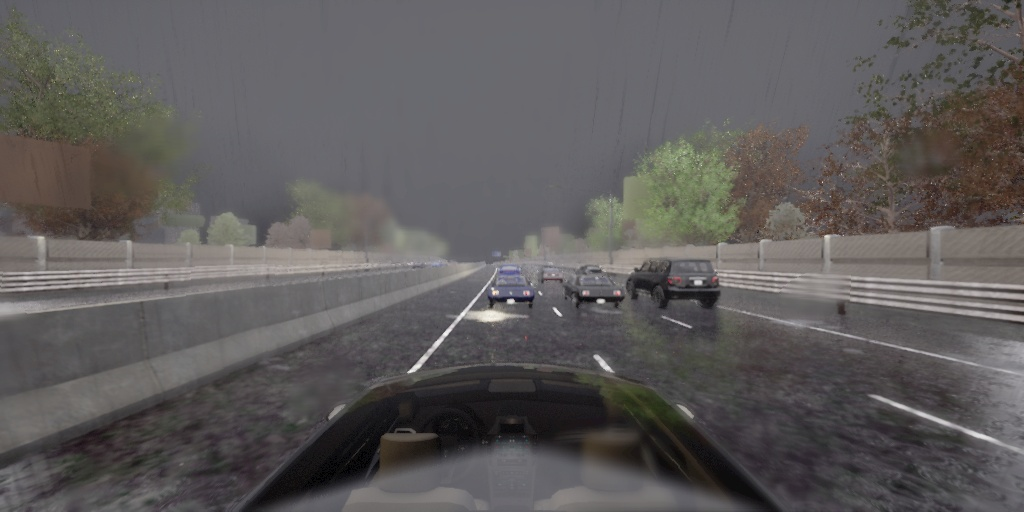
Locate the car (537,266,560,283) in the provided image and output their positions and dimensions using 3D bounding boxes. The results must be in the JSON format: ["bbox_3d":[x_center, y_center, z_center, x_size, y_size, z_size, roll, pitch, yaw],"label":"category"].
[{"bbox_3d":[3.276,1.585,31.126,2.033,1.411,5.357,0,-1,-1],"label":"car"}]

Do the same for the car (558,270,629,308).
[{"bbox_3d":[3.452,1.492,16.169,1.895,1.301,4.718,0,-1,0],"label":"car"}]

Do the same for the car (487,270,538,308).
[{"bbox_3d":[-0.048,1.491,16.144,1.895,1.301,4.718,0,-1,0],"label":"car"}]

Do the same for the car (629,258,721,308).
[{"bbox_3d":[6.952,1.108,16.088,2.150,2.045,5.566,0,0,0],"label":"car"}]

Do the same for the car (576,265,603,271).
[{"bbox_3d":[6.774,1.551,31.474,1.837,1.490,4.892,0,0,-1],"label":"car"}]

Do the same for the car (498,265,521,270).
[{"bbox_3d":[-0.226,1.519,31.546,1.882,1.535,5.008,0,0,-1],"label":"car"}]
